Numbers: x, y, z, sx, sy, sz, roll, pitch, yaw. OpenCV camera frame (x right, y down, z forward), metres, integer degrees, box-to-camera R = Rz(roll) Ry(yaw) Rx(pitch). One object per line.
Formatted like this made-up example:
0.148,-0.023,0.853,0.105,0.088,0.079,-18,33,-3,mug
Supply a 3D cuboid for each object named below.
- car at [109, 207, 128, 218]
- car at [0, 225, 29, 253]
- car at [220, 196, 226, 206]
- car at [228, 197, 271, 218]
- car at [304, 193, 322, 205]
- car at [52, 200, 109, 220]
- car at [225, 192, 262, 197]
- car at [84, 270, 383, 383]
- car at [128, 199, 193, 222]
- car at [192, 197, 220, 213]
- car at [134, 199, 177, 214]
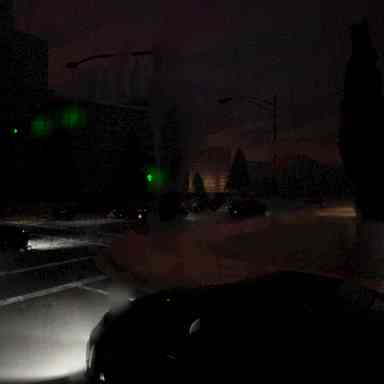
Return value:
-4.599,1.601,29.096,1.895,1.301,4.718,0,0,36,car
-8.187,1.564,11.912,1.994,1.385,4.181,0,0,36,car
1.865,1.547,43.938,2.033,1.411,5.357,0,0,36,car
5.122,1.491,30.224,2.128,1.511,4.902,0,0,36,car
21.546,1.491,58.777,2.128,1.511,4.902,0,0,36,car
-9.402,1.478,28.456,1.882,1.535,5.008,0,0,36,car
7.028,1.221,45.078,2.150,2.045,5.566,0,0,36,car
0.820,1.564,3.416,4.181,1.385,1.994,0,0,35,car
-2.322,1.505,25.935,1.837,1.490,4.892,0,0,36,car
0.723,1.352,36.422,2.097,1.767,4.553,0,0,36,car
-3.878,1.505,36.039,1.837,1.490,4.892,0,0,36,car
